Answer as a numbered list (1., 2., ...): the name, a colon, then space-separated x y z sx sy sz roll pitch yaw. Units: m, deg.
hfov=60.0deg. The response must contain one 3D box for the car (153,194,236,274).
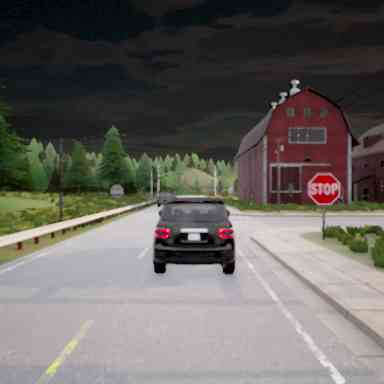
1. car: 0.081 1.176 10.536 2.150 2.045 5.566 0 0 1

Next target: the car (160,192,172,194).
1. car: -3.602 1.047 45.583 2.150 2.045 5.566 0 0 -2

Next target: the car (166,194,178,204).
1. car: -3.553 1.269 60.843 1.837 1.490 4.892 0 1 1
